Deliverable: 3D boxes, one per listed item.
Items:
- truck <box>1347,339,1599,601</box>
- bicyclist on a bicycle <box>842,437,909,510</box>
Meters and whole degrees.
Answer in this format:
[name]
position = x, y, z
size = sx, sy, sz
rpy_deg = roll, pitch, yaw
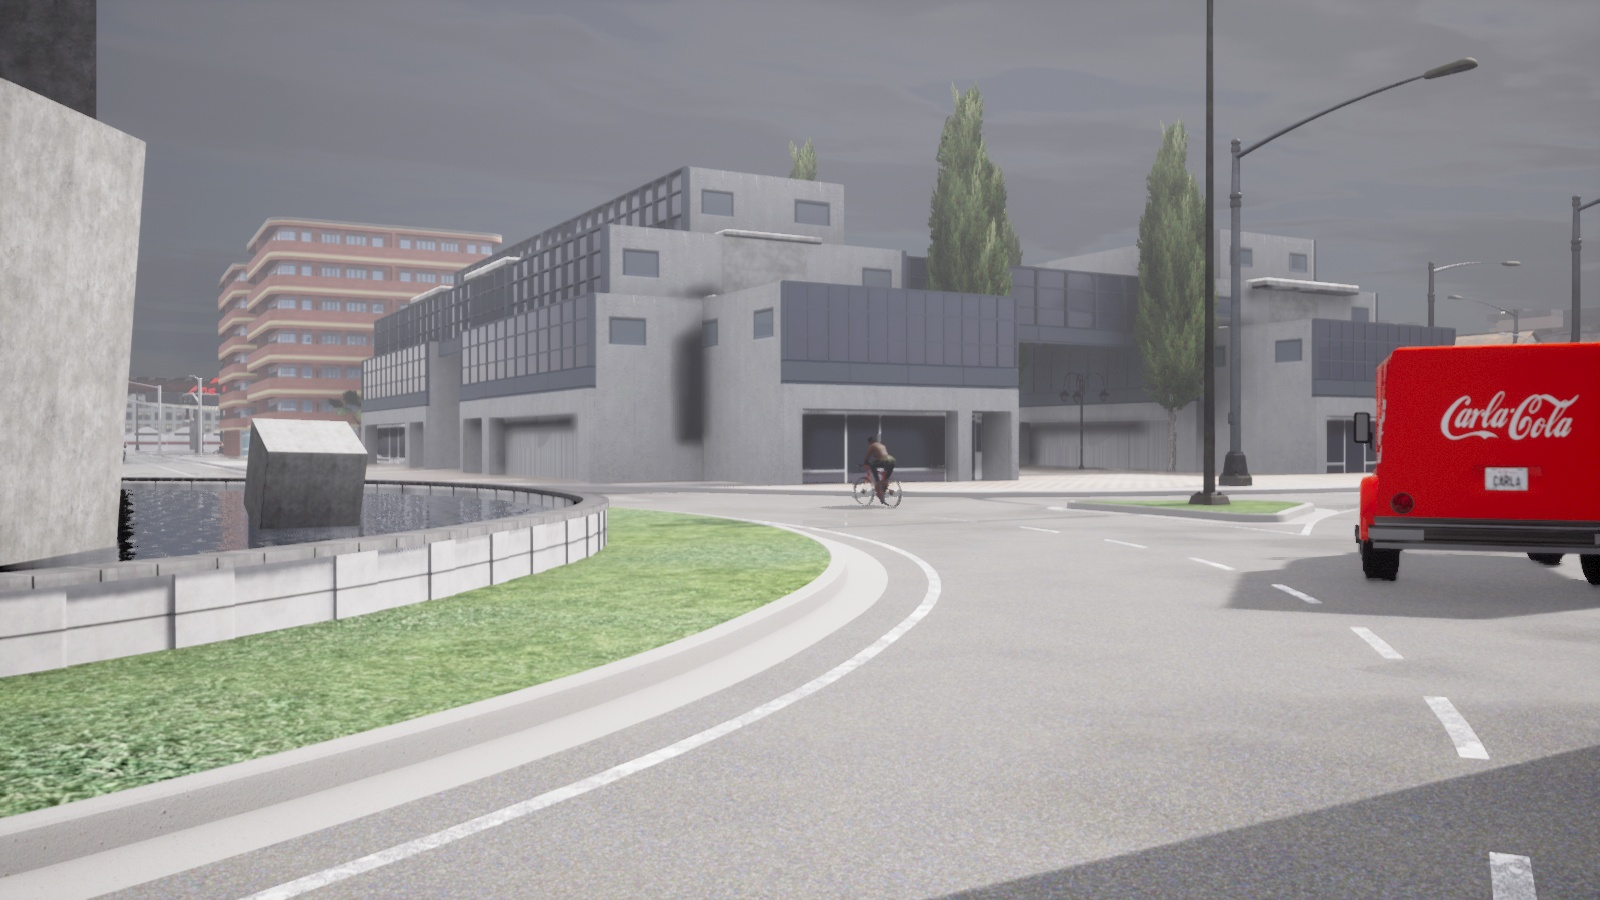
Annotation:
[truck]
position = 7.833, 0.171, 14.554
size = 2.627, 2.467, 5.204
rpy_deg = 0, 0, 22
[bicyclist on a bicycle]
position = 1.721, 0.515, 28.757
size = 0.582, 1.620, 1.656
rpy_deg = -1, 1, -37
